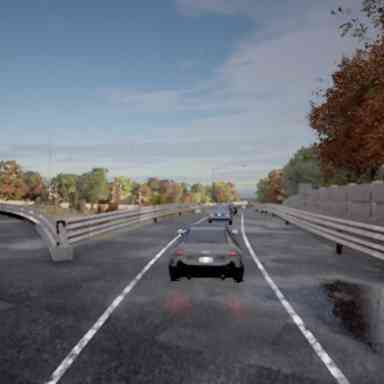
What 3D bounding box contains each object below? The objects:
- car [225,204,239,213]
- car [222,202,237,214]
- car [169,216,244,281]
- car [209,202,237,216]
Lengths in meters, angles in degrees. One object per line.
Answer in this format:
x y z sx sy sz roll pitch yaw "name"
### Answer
6.630 2.809 55.218 2.033 1.411 5.357 0 -4 10 "car"
5.368 2.293 47.325 1.882 1.535 5.008 0 -3 9 "car"
0.466 1.641 10.137 1.994 1.385 4.181 0 0 4 "car"
2.371 1.753 26.712 2.033 1.411 5.357 0 -1 8 "car"
